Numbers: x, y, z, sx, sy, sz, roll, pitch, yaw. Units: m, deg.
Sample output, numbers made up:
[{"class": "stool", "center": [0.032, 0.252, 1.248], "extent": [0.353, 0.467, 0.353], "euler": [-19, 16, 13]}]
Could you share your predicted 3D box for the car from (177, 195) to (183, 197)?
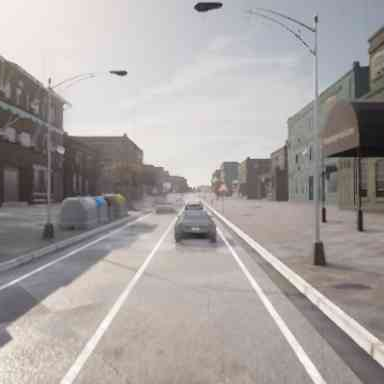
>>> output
[{"class": "car", "center": [-2.709, 1.543, 78.254], "extent": [1.812, 1.442, 4.674], "euler": [0, 0, 0]}]

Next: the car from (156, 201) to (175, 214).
[{"class": "car", "center": [-2.945, 1.736, 37.514], "extent": [1.895, 1.301, 4.718], "euler": [0, 0, 0]}]

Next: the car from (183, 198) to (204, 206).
[{"class": "car", "center": [0.226, 1.608, 34.159], "extent": [2.128, 1.511, 4.902], "euler": [0, 0, 0]}]

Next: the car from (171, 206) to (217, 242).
[{"class": "car", "center": [0.160, 1.597, 16.607], "extent": [1.994, 1.385, 4.181], "euler": [0, 0, 0]}]
